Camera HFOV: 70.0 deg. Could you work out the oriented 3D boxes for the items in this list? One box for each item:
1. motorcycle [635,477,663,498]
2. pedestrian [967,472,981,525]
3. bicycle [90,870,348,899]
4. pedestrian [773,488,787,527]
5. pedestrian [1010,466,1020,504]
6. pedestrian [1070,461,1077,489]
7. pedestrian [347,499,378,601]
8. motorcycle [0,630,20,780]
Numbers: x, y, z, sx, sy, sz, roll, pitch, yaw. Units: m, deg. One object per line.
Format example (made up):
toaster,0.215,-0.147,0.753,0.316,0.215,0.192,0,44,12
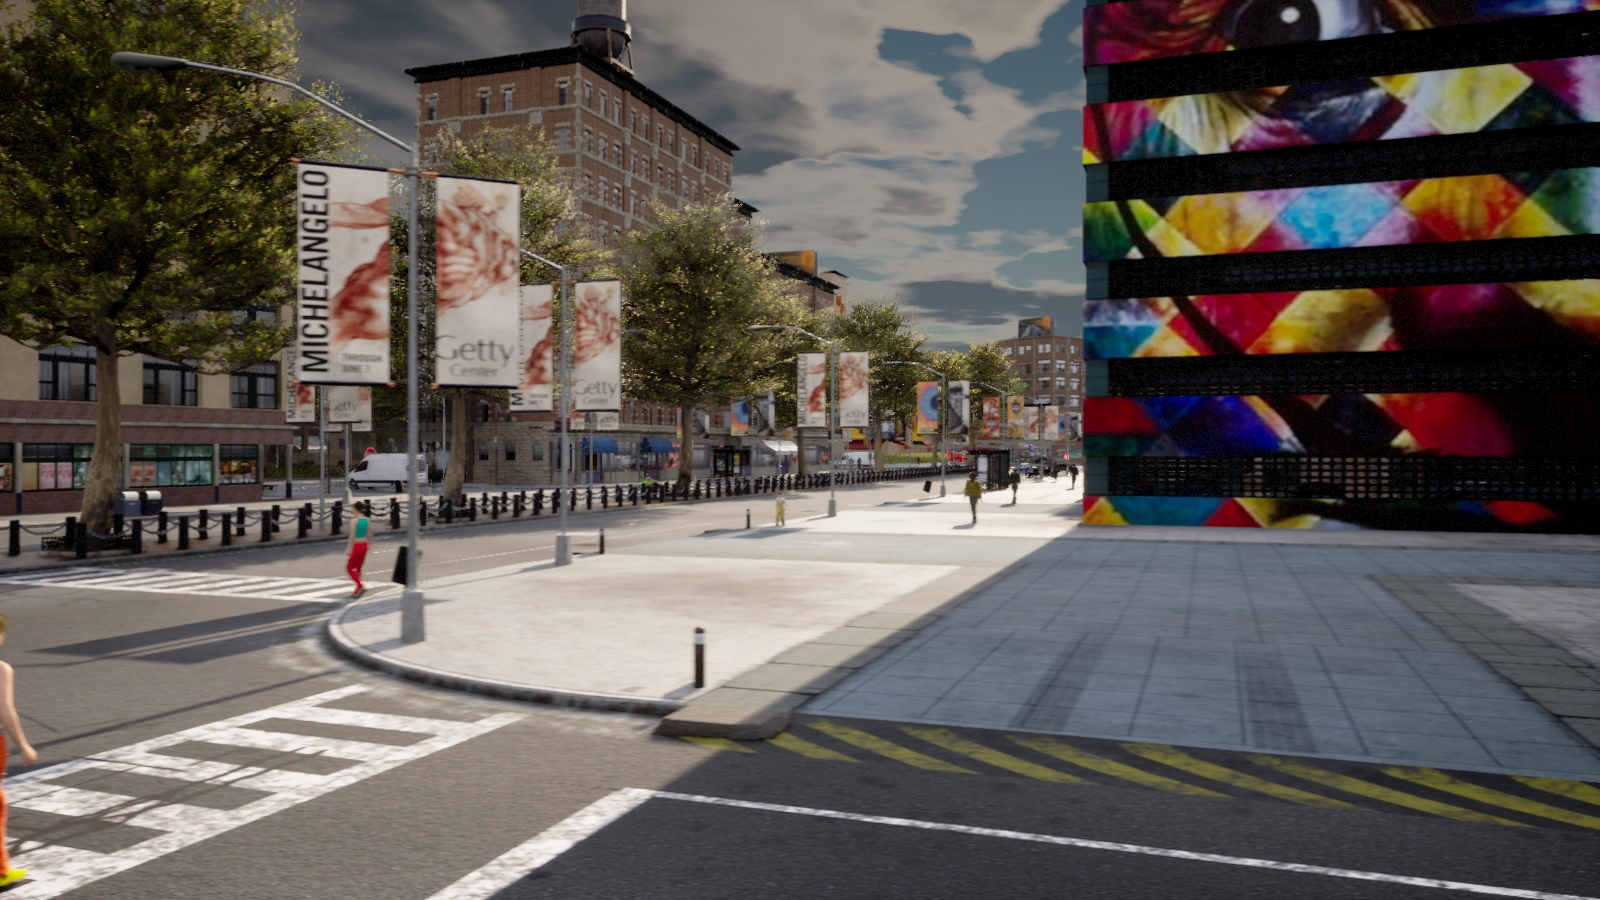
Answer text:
motorcycle,-8.922,2.213,67.445,0.803,1.145,2.033,0,0,20
pedestrian,6.152,1.696,40.402,0.375,1.860,0.375,0,0,32
bicycle,-1.643,2.210,3.954,1.835,1.171,0.329,0,0,19
pedestrian,-0.670,1.976,39.181,0.375,1.300,0.375,0,0,18
pedestrian,10.434,1.696,55.456,0.375,1.860,0.375,0,0,22
pedestrian,18.496,1.696,77.274,0.375,1.860,0.375,0,0,20
pedestrian,-8.152,1.846,21.281,0.375,1.860,0.375,0,0,26
motorcycle,-7.730,2.182,9.769,1.805,1.236,0.856,0,0,20
